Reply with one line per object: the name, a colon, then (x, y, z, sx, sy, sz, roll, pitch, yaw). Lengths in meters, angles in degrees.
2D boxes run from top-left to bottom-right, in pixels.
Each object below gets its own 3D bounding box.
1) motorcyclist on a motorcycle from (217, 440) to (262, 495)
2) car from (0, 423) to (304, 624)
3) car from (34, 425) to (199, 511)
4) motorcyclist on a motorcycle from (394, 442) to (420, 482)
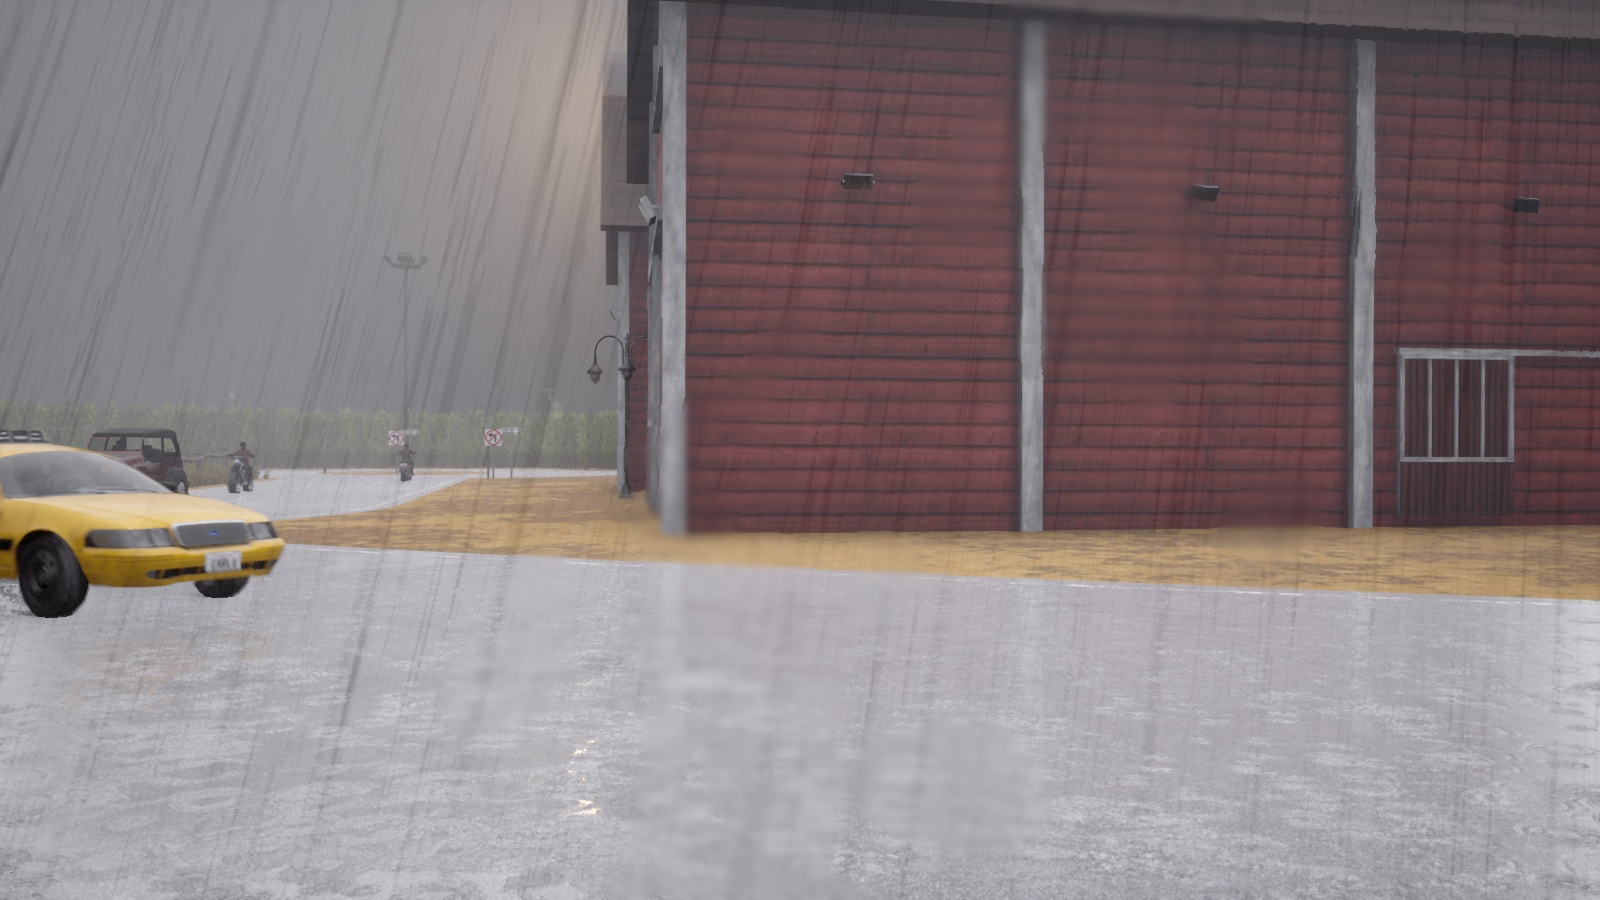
motorcyclist on a motorcycle: (-17.371, 0.514, 38.989, 0.766, 1.649, 2.350, 0, 0, -11)
car: (-7.300, 0.567, 11.901, 5.366, 1.575, 1.801, 0, 0, 28)
car: (-15.842, 0.391, 29.340, 1.905, 1.878, 3.866, 0, 0, -3)
motorcyclist on a motorcycle: (-16.445, 0.487, 52.582, 0.766, 1.649, 2.350, 0, 0, -11)
